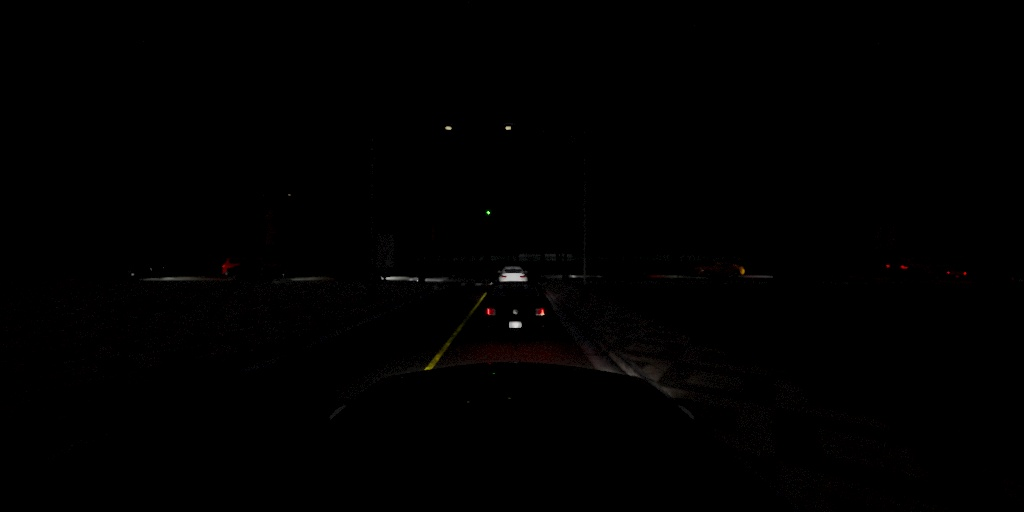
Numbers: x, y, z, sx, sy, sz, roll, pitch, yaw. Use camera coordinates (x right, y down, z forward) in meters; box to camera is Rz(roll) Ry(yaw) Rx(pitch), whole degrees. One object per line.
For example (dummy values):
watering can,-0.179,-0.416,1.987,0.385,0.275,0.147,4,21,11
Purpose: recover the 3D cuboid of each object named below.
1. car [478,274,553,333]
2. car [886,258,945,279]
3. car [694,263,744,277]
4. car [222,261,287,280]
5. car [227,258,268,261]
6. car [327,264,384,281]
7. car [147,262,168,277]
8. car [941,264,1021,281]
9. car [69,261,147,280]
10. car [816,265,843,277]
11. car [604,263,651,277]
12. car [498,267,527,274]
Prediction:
car,0.104,1.413,11.012,1.895,1.301,4.718,0,0,0
car,40.449,1.208,35.402,5.566,2.045,2.150,0,0,1
car,22.430,1.469,38.981,5.008,1.535,1.882,0,0,0
car,-23.195,1.464,32.600,4.892,1.490,1.837,0,0,0
car,-25.704,1.186,35.866,5.566,2.045,2.150,0,0,0
car,-14.017,1.570,32.536,4.718,1.301,1.895,0,0,1
car,-37.340,1.302,35.810,4.553,1.767,2.097,0,0,-1
car,42.256,1.579,32.189,4.718,1.301,1.895,0,0,1
car,-36.947,1.437,32.564,4.902,1.511,2.128,0,0,-1
car,32.755,1.592,38.899,4.718,1.301,1.895,0,0,1
car,12.584,1.483,39.055,4.902,1.511,2.128,0,0,0
car,0.040,1.425,24.109,1.812,1.442,4.674,0,0,-1
